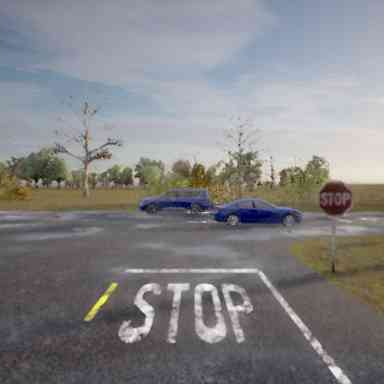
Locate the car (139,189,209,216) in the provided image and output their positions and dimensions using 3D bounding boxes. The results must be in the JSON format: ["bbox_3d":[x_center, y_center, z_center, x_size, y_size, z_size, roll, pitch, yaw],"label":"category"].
[{"bbox_3d":[-1.247,0.773,25.715,5.566,2.045,2.150,0,1,-1],"label":"car"}]

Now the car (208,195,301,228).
[{"bbox_3d":[3.613,1.125,18.828,5.008,1.535,1.882,0,1,-1],"label":"car"}]
